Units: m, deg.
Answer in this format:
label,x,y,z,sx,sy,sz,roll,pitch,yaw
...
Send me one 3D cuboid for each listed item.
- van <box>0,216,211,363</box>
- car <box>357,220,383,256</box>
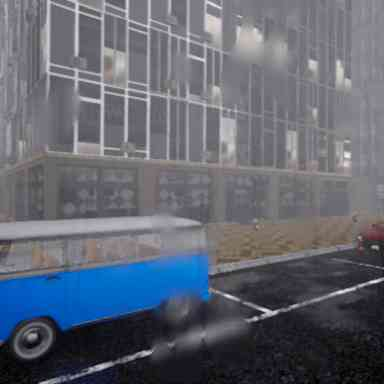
label,x,y,z,sx,sy,sz,roll,pitch,yaw
van,-1.567,1.339,5.581,3.998,1.788,1.690,0,0,-35
car,7.773,1.554,12.078,4.507,1.381,1.887,0,0,-35
